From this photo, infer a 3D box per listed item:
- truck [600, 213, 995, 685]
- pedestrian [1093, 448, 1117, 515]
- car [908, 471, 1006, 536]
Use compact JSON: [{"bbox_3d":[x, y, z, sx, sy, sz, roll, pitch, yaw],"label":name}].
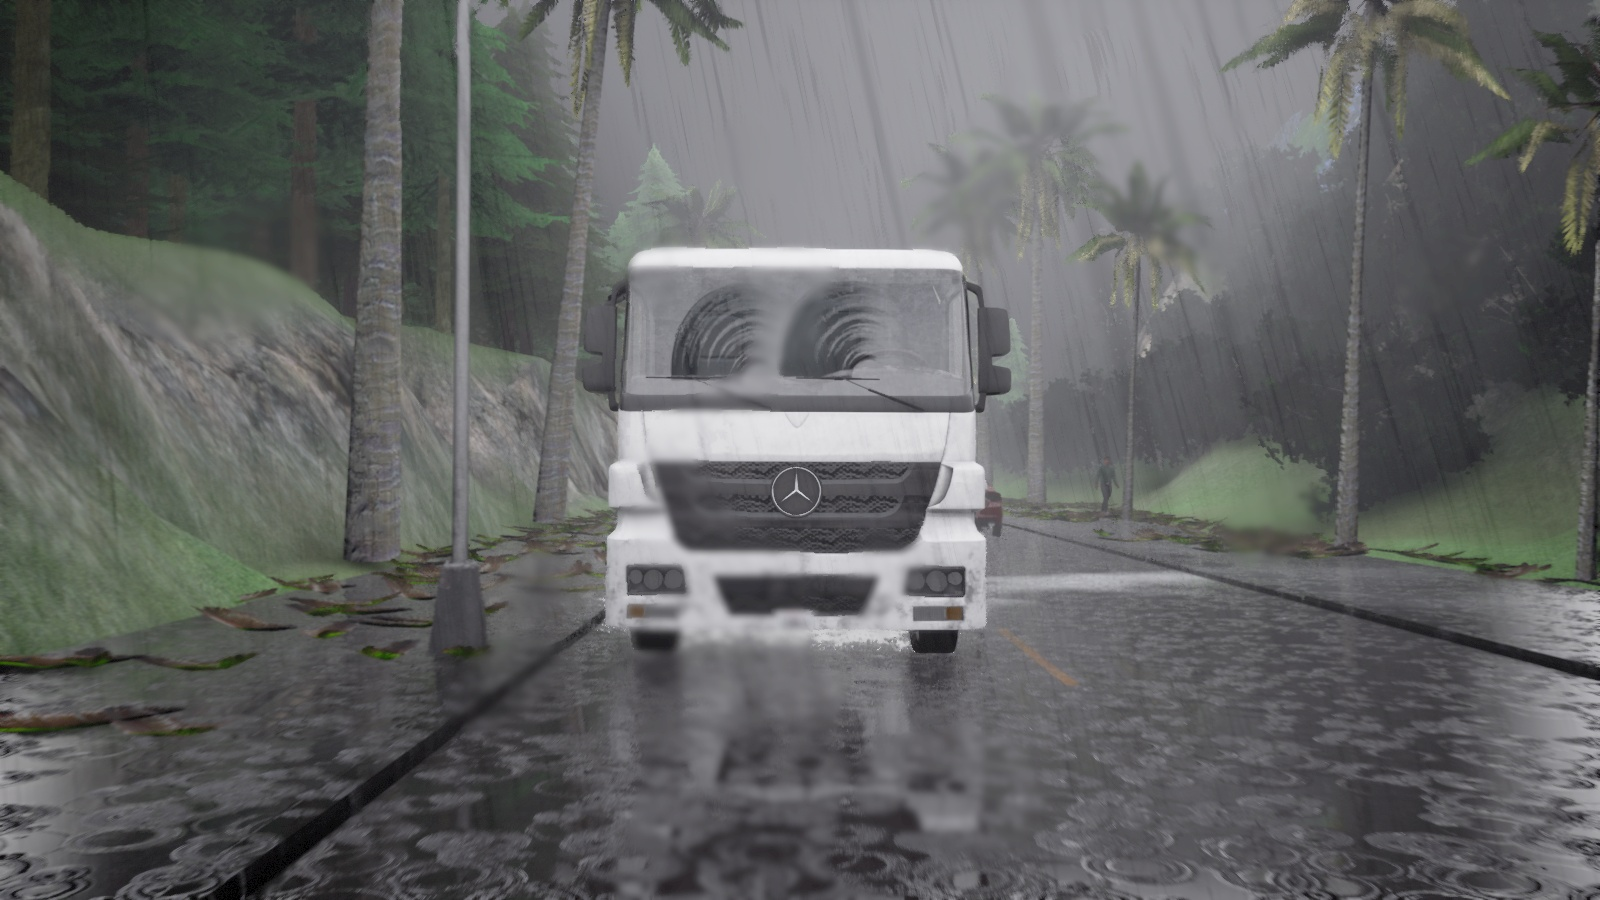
[{"bbox_3d":[-0.032,0.054,13.204,2.891,3.462,7.936,0,-1,0],"label":"truck"},{"bbox_3d":[9.083,0.934,37.404,0.423,1.949,0.788,0,-1,-6],"label":"pedestrian"},{"bbox_3d":[3.931,1.316,32.225,1.882,1.535,5.008,0,-1,0],"label":"car"}]
